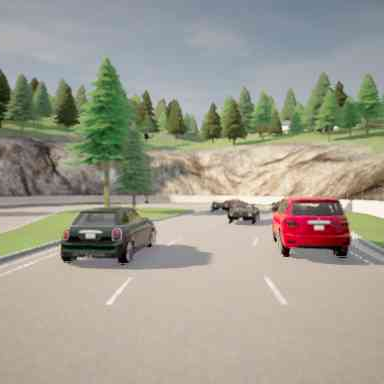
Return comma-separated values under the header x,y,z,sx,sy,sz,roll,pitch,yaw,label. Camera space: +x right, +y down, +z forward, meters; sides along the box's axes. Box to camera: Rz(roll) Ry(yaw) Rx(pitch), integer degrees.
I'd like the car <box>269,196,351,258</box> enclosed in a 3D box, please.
x,y,z,sx,sy,sz,roll,pitch,yaw,label
4.390,1.179,12.922,2.150,2.045,5.566,0,0,10,car

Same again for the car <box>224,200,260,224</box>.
x,y,z,sx,sy,sz,roll,pitch,yaw,label
3.871,1.521,24.309,1.895,1.301,4.718,0,0,16,car

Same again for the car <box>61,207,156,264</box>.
x,y,z,sx,sy,sz,roll,pitch,yaw,label
-2.734,1.312,11.915,2.097,1.767,4.553,0,0,7,car

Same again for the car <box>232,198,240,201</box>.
x,y,z,sx,sy,sz,roll,pitch,yaw,label
5.055,1.427,41.638,1.994,1.385,4.181,0,0,-22,car

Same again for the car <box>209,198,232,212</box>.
x,y,z,sx,sy,sz,roll,pitch,yaw,label
2.985,1.480,36.716,1.895,1.301,4.718,0,0,1,car

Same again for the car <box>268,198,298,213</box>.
x,y,z,sx,sy,sz,roll,pitch,yaw,label
9.908,1.444,36.492,1.994,1.385,4.181,0,0,-1,car
